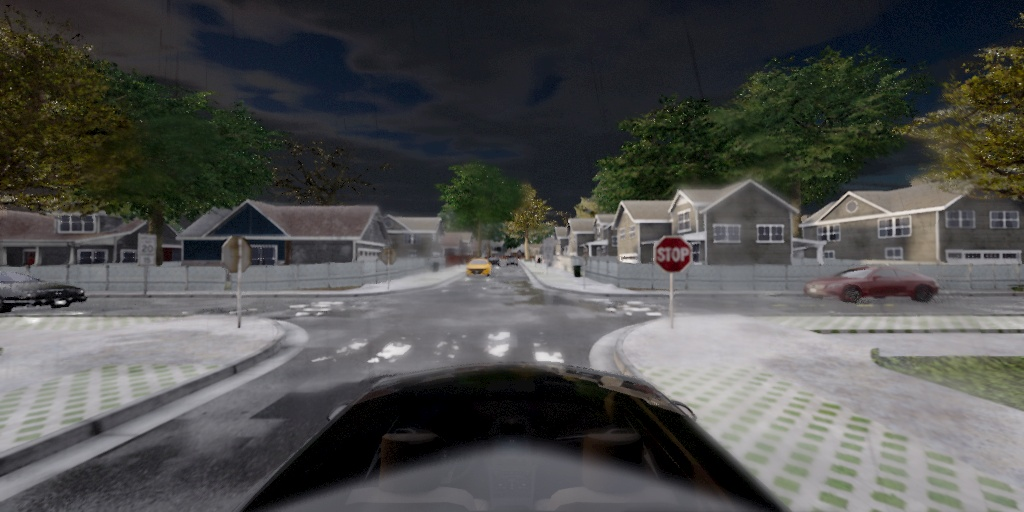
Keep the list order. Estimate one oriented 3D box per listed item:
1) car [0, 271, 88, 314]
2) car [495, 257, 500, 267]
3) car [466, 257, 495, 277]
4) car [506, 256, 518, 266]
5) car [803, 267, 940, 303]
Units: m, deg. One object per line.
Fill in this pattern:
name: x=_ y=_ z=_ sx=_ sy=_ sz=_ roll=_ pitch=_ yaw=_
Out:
car: x=-18.160 y=1.208 z=12.344 sx=5.357 sy=1.411 sz=2.033 roll=0 pitch=-1 yaw=0
car: x=-2.745 y=0.859 z=54.727 sx=2.033 sy=1.411 sz=5.357 roll=0 pitch=0 yaw=1
car: x=-2.823 y=0.977 z=31.407 sx=1.882 sy=1.535 sz=5.008 roll=0 pitch=1 yaw=0
car: x=0.035 y=0.849 z=55.865 sx=2.033 sy=1.411 sz=5.357 roll=0 pitch=0 yaw=0
car: x=14.965 y=1.173 z=15.040 sx=4.674 sy=1.442 sz=1.812 roll=0 pitch=-1 yaw=0
